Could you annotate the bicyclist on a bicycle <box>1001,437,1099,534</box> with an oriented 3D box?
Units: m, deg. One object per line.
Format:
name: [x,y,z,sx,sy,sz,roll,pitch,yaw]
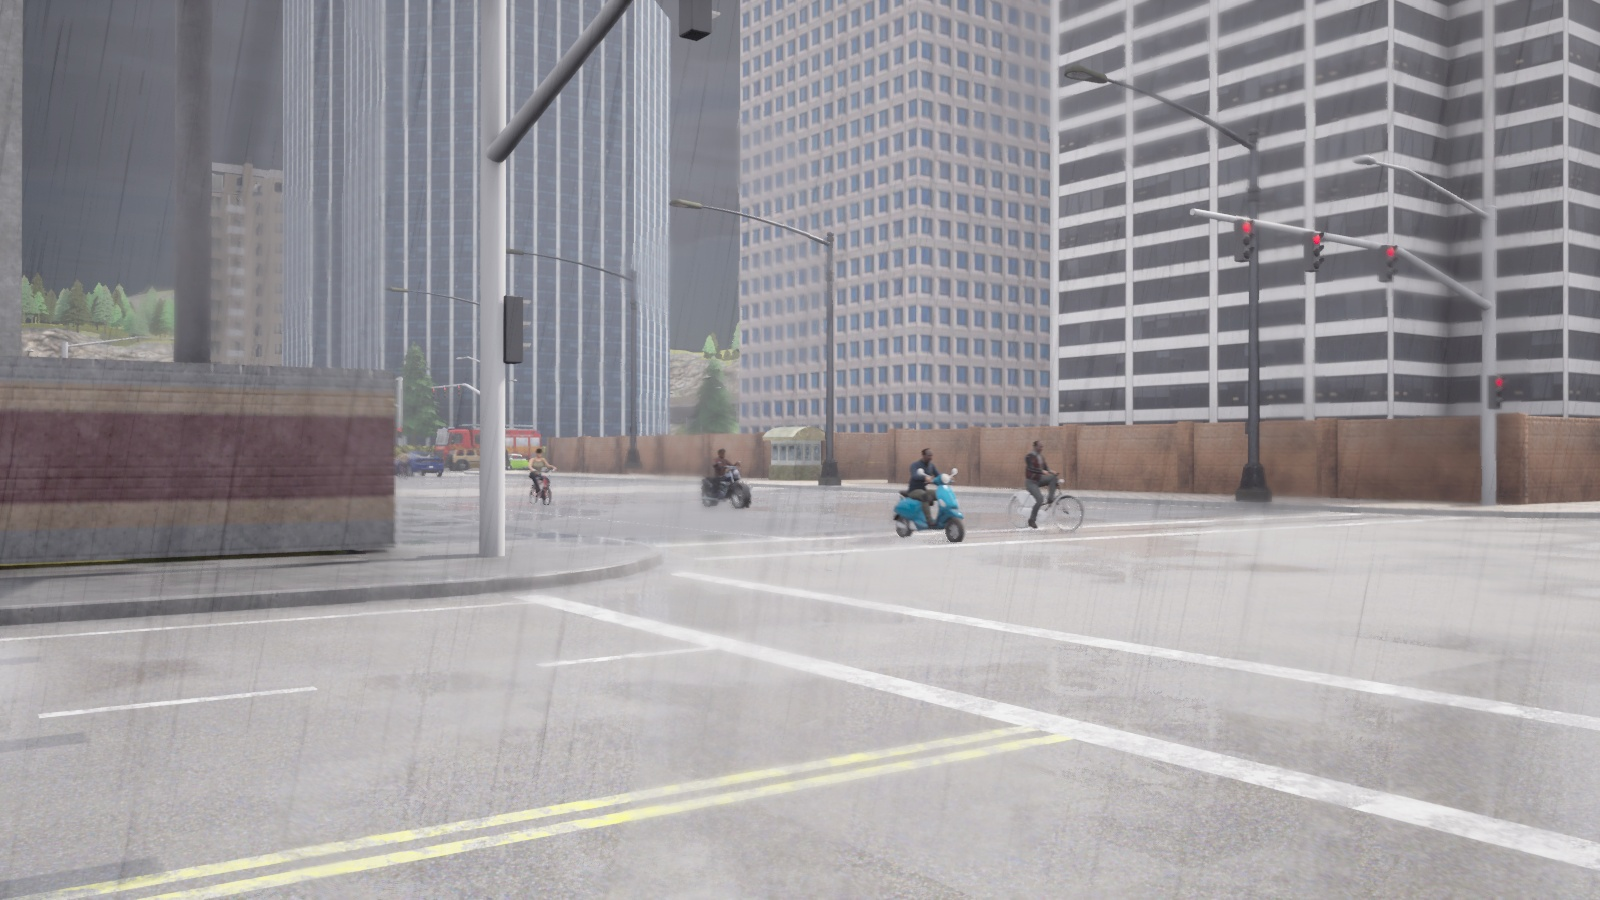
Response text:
bicyclist on a bicycle: [4.769,0.664,24.068,0.659,1.776,1.843,1,-1,-39]

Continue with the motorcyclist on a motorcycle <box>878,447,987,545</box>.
motorcyclist on a motorcycle: [2.232,0.746,21.334,0.866,1.590,1.817,0,0,-35]

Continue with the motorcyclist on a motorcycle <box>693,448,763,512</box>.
motorcyclist on a motorcycle: [-1.936,0.781,33.562,0.766,1.649,2.350,0,0,-35]

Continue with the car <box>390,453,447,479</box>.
car: [-23.467,0.961,77.173,1.882,1.535,5.008,0,0,-35]

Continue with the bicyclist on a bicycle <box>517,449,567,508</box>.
bicyclist on a bicycle: [-7.213,0.782,35.063,0.866,1.612,1.509,0,0,-34]
